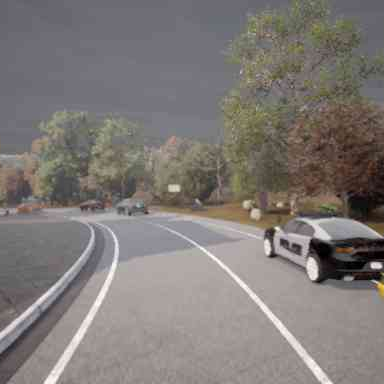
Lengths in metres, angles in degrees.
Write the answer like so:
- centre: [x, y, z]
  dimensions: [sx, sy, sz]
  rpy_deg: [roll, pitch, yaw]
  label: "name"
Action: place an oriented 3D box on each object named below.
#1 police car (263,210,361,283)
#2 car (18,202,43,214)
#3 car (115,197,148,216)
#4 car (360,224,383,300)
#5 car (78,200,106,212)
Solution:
- centre: [3.602, 1.361, 9.709]
  dimensions: [1.930, 1.638, 5.238]
  rpy_deg: [-1, 0, -8]
  label: "police car"
- centre: [-23.792, 2.245, 48.963]
  dimensions: [4.553, 1.767, 2.097]
  rpy_deg: [-3, 2, 42]
  label: "car"
- centre: [-6.233, 1.408, 33.748]
  dimensions: [2.097, 1.767, 4.553]
  rpy_deg: [-3, 1, -32]
  label: "car"
- centre: [4.192, 1.428, 3.545]
  dimensions: [1.801, 1.575, 5.366]
  rpy_deg: [0, 0, -2]
  label: "car"
- centre: [-13.088, 1.760, 43.194]
  dimensions: [1.882, 1.535, 5.008]
  rpy_deg: [-5, 2, -43]
  label: "car"
